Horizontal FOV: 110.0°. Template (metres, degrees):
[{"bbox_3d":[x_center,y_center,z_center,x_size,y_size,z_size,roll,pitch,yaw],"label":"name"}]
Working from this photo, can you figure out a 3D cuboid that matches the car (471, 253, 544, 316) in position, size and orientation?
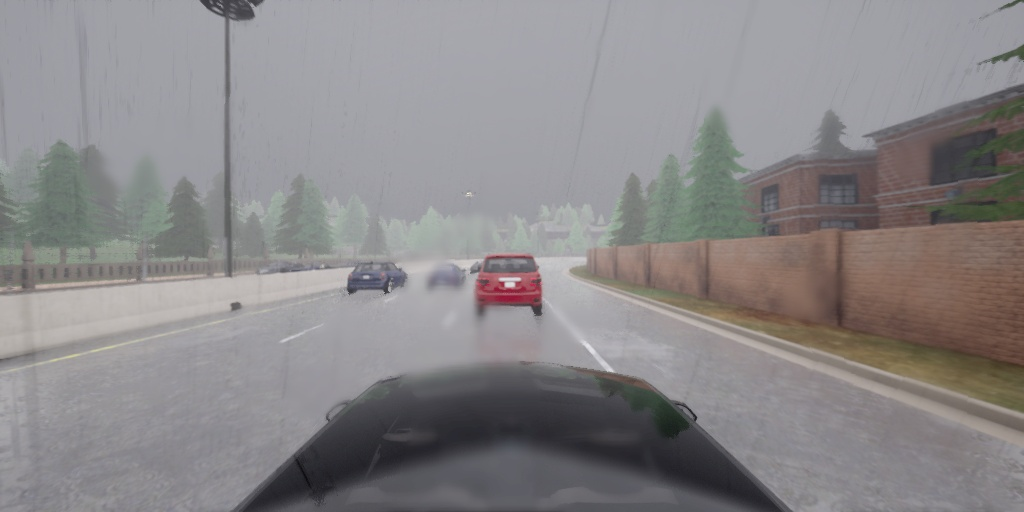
[{"bbox_3d":[-0.114,0.925,13.257,2.150,2.045,5.566,0,0,-1],"label":"car"}]

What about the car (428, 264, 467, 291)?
[{"bbox_3d":[-3.790,1.212,21.387,1.812,1.442,4.674,0,0,-1],"label":"car"}]

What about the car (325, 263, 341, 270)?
[{"bbox_3d":[-14.334,1.182,32.539,2.128,1.511,4.902,0,0,3],"label":"car"}]

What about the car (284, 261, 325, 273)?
[{"bbox_3d":[-17.841,1.308,32.318,1.895,1.301,4.718,0,0,2],"label":"car"}]

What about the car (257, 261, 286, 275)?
[{"bbox_3d":[-21.303,1.212,33.352,2.128,1.511,4.902,0,0,3],"label":"car"}]

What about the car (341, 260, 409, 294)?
[{"bbox_3d":[-7.250,1.061,19.857,2.097,1.767,4.553,0,0,-1],"label":"car"}]
